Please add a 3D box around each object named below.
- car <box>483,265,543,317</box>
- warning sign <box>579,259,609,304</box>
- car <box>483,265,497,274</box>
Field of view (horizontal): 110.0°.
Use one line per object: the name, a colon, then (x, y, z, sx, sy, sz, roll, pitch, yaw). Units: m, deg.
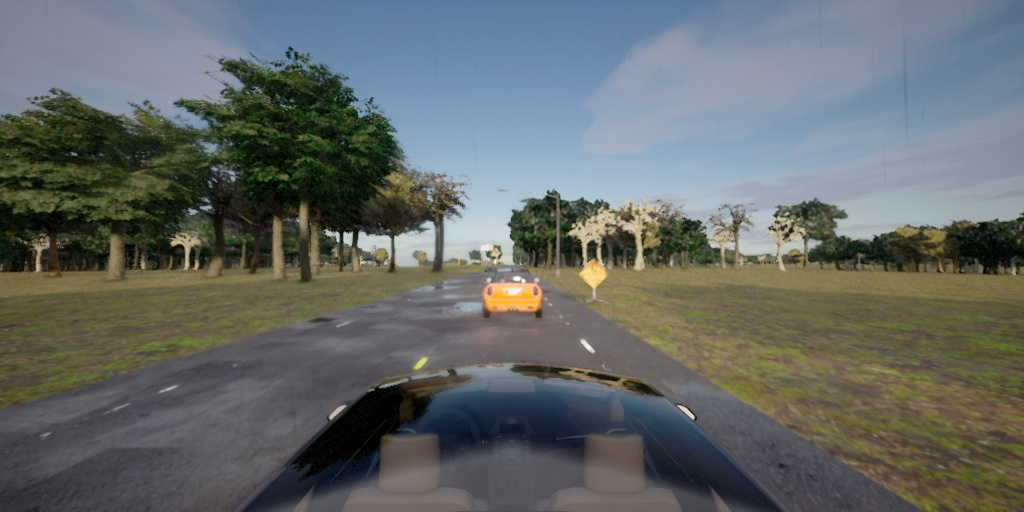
car: (0.042, 1.275, 14.180, 2.097, 1.767, 4.553, 0, -1, 0)
warning sign: (3.545, 1.056, 15.407, 1.300, 1.860, 1.060, 0, 0, 0)
car: (-3.576, 2.178, 59.512, 1.994, 1.385, 4.181, 0, -1, 0)
